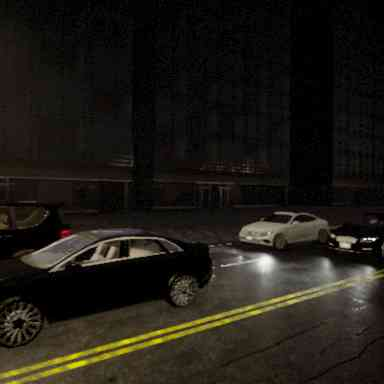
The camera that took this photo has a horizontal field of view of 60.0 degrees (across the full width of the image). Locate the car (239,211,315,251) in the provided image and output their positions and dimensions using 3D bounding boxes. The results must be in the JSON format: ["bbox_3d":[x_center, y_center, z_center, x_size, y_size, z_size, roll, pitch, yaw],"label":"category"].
[{"bbox_3d":[4.190,1.582,14.600,4.674,1.442,1.812,0,0,-35],"label":"car"}]

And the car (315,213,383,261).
[{"bbox_3d":[7.172,1.556,12.676,4.902,1.511,2.128,0,0,-35],"label":"car"}]

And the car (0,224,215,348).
[{"bbox_3d":[-1.804,1.502,6.374,4.902,1.511,2.128,0,0,-36],"label":"car"}]

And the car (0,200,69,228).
[{"bbox_3d":[-5.609,1.223,7.654,5.566,2.045,2.150,1,0,-35],"label":"car"}]
